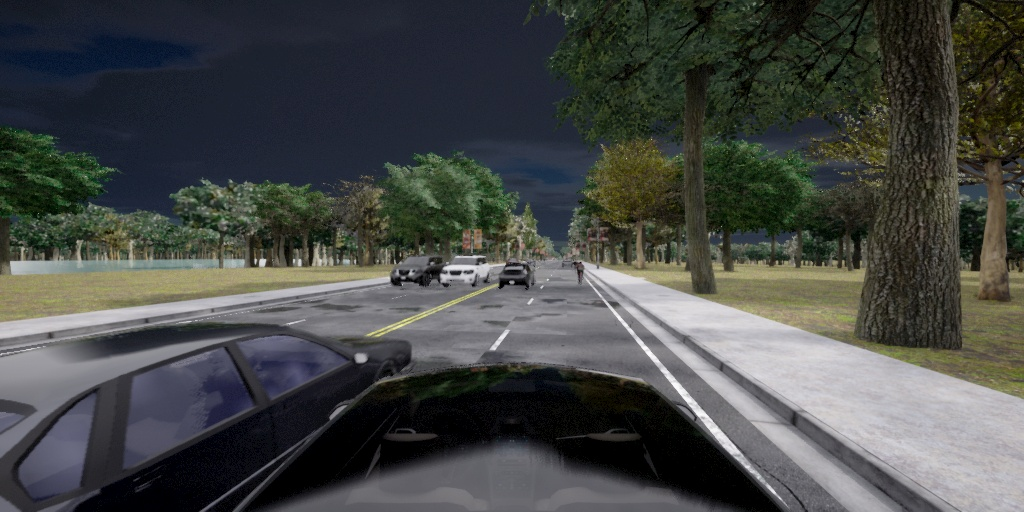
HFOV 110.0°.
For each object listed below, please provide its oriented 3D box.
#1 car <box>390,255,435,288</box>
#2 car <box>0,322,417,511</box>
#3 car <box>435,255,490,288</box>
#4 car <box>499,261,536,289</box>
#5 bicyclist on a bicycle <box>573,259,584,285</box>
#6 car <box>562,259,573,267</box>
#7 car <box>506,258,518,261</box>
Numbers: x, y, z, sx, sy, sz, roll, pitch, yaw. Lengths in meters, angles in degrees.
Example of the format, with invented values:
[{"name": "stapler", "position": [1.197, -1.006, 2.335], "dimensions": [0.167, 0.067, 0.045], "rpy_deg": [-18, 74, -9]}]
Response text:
[{"name": "car", "position": [-6.176, 0.973, 24.470], "dimensions": [2.150, 2.045, 5.566], "rpy_deg": [0, 0, 9]}, {"name": "car", "position": [-2.678, 1.297, 2.946], "dimensions": [2.033, 1.411, 5.357], "rpy_deg": [0, 0, 9]}, {"name": "car", "position": [-2.963, 0.974, 23.981], "dimensions": [2.150, 2.045, 5.566], "rpy_deg": [0, 0, 9]}, {"name": "car", "position": [0.373, 1.258, 22.993], "dimensions": [1.837, 1.490, 4.892], "rpy_deg": [0, 0, 9]}, {"name": "bicyclist on a bicycle", "position": [4.749, 1.207, 24.880], "dimensions": [0.582, 1.620, 1.656], "rpy_deg": [0, 0, 9]}, {"name": "car", "position": [9.936, 1.269, 64.225], "dimensions": [2.128, 1.511, 4.902], "rpy_deg": [0, 0, 9]}, {"name": "car", "position": [0.065, 1.126, 65.162], "dimensions": [2.097, 1.767, 4.553], "rpy_deg": [0, 0, 9]}]
